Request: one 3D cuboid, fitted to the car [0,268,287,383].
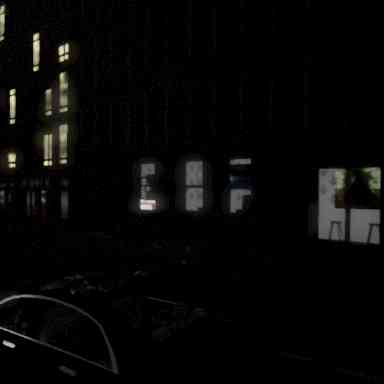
[{"bbox_3d":[-1.207,1.579,3.719,4.403,1.369,2.008,-1,1,36],"label":"car"}]
